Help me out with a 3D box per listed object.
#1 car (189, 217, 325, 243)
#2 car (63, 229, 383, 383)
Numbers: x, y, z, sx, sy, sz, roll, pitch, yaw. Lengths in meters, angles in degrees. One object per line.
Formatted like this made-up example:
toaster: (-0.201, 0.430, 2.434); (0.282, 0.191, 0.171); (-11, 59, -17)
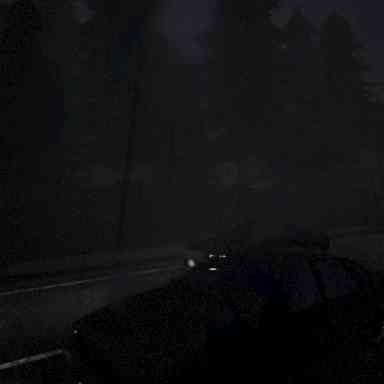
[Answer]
car: (2.002, 1.508, 9.645); (4.902, 1.511, 2.128); (0, 0, -35)
car: (1.113, 1.556, 4.782); (5.357, 1.411, 2.033); (0, 0, -35)
